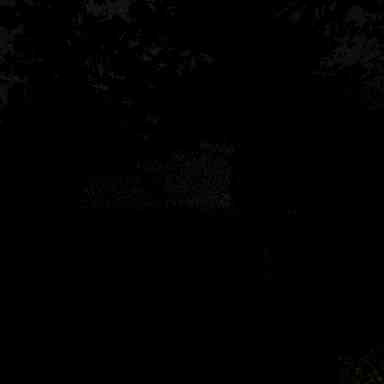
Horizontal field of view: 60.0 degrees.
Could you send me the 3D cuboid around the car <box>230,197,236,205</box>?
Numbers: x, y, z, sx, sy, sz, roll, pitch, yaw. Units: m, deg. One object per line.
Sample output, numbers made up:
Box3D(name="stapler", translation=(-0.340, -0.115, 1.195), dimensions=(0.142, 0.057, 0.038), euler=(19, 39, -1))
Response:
Box3D(name="car", translation=(6.760, 1.113, 46.798), dimensions=(2.128, 1.511, 4.902), euler=(1, 0, -10))
